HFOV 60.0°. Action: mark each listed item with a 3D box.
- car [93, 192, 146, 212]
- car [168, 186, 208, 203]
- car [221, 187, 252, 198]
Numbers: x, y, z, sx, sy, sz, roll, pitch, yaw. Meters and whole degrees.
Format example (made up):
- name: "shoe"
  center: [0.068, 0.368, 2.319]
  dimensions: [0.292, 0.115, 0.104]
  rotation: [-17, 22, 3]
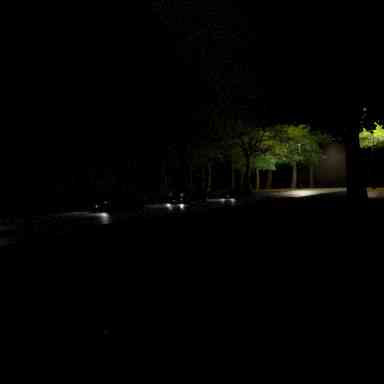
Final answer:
- name: "car"
  center: [-5.801, 0.718, 27.119]
  dimensions: [1.812, 1.442, 4.674]
  rotation: [-1, 2, 39]
- name: "car"
  center: [-0.378, 0.193, 34.159]
  dimensions: [2.097, 1.767, 4.553]
  rotation: [-1, 2, 38]
- name: "car"
  center: [5.678, 0.061, 41.995]
  dimensions: [1.895, 1.301, 4.718]
  rotation: [-1, 2, 38]
